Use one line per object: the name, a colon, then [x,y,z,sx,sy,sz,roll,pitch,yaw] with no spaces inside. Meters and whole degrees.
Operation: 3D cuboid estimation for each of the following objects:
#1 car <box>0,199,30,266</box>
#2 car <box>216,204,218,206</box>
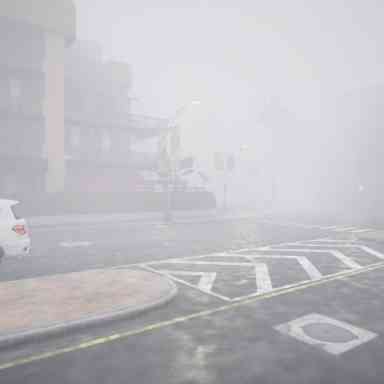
car: [-7.294,1.221,8.624,5.566,2.045,2.150,0,0,-35]
car: [1.530,1.547,49.358,2.033,1.411,5.357,0,0,-35]
